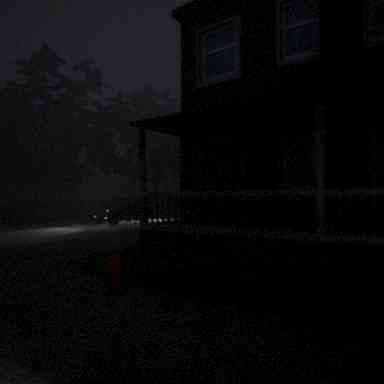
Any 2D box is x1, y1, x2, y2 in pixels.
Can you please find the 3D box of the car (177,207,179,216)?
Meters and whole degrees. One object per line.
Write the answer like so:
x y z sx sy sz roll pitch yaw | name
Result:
0.198 1.761 35.103 2.128 1.511 4.902 -1 -1 36 | car

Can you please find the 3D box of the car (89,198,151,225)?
-5.628 1.491 27.018 2.150 2.045 5.566 -1 -1 35 | car
